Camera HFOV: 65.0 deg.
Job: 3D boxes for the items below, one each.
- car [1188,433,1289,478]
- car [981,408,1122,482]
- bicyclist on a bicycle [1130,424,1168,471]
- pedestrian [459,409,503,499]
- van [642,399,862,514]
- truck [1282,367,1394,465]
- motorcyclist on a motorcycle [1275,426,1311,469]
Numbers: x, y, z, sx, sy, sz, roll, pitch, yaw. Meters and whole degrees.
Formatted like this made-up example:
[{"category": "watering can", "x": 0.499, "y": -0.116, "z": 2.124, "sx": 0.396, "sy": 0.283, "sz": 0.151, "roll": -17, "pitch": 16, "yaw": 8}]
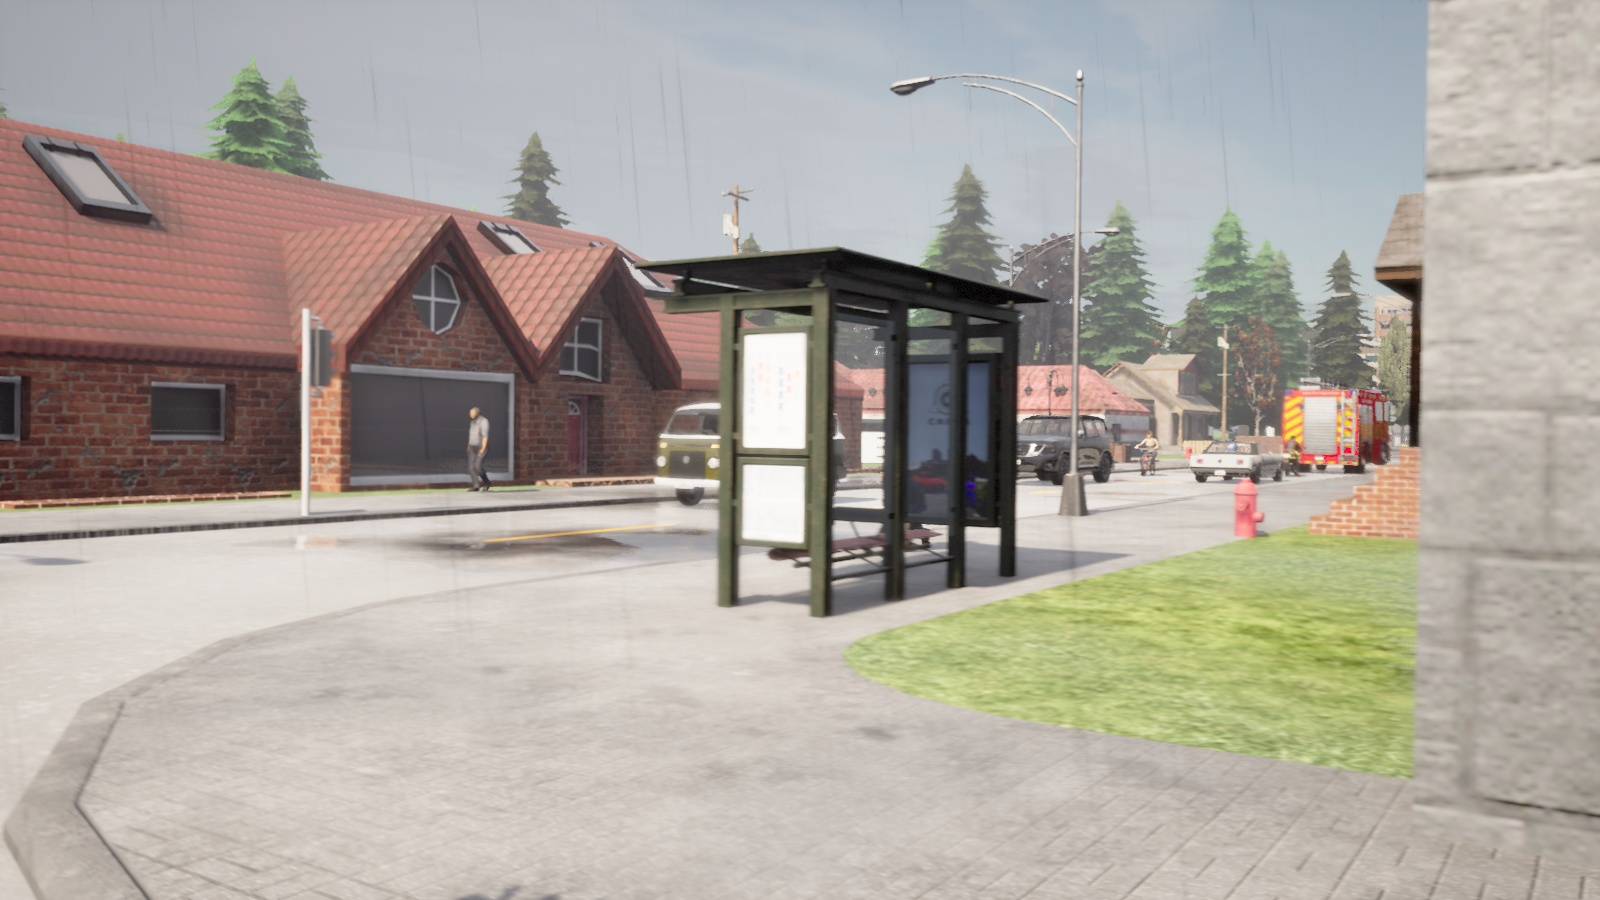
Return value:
[{"category": "car", "x": 13.934, "y": 0.127, "z": 39.700, "sx": 1.895, "sy": 1.301, "sz": 4.718, "roll": 0, "pitch": 1, "yaw": 34}, {"category": "car", "x": 7.600, "y": -0.180, "z": 37.394, "sx": 2.150, "sy": 2.045, "sz": 5.566, "roll": 0, "pitch": 1, "yaw": 34}, {"category": "bicyclist on a bicycle", "x": 12.407, "y": -0.105, "z": 44.632, "sx": 0.866, "sy": 1.612, "sz": 1.509, "roll": 0, "pitch": 1, "yaw": 33}, {"category": "pedestrian", "x": -6.609, "y": 0.075, "z": 26.036, "sx": 0.540, "sy": 1.848, "sz": 0.694, "roll": 0, "pitch": 1, "yaw": 37}, {"category": "van", "x": -0.827, "y": 0.074, "z": 24.702, "sx": 2.069, "sy": 2.038, "sz": 4.480, "roll": 0, "pitch": 1, "yaw": 34}, {"category": "truck", "x": 22.890, "y": -1.403, "z": 53.155, "sx": 2.891, "sy": 3.827, "sz": 8.468, "roll": 0, "pitch": 1, "yaw": 33}, {"category": "motorcyclist on a motorcycle", "x": 17.964, "y": -0.110, "z": 45.758, "sx": 0.797, "sy": 1.523, "sz": 2.044, "roll": 0, "pitch": 1, "yaw": 34}]
